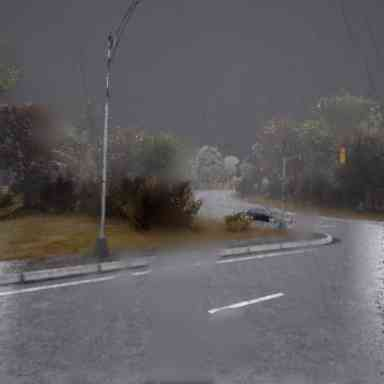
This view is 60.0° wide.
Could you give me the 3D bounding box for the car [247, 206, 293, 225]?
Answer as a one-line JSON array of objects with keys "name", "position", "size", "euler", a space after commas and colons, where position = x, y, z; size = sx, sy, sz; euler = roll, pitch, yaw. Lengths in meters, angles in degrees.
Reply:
[{"name": "car", "position": [6.748, 2.058, 29.141], "size": [2.128, 1.511, 4.902], "euler": [2, 0, -25]}]
